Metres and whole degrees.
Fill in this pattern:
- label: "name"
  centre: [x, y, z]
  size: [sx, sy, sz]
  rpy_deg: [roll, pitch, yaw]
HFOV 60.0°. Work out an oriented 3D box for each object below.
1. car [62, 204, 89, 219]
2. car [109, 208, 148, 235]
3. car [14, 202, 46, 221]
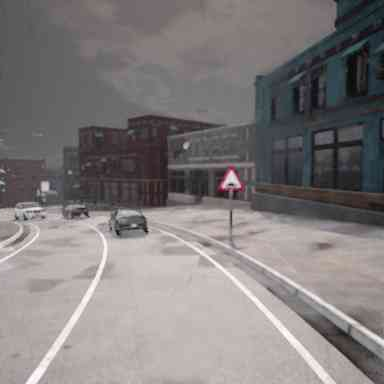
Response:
- label: "car"
  centre: [-12.796, 2.059, 36.316]
  size: [1.837, 1.490, 4.892]
  rpy_deg: [-3, 0, -37]
- label: "car"
  centre: [-3.940, 1.694, 20.283]
  size: [1.812, 1.442, 4.674]
  rpy_deg: [-2, 0, -20]
- label: "car"
  centre: [-18.621, 2.195, 38.092]
  size: [2.150, 2.045, 5.566]
  rpy_deg: [-4, 0, -42]
